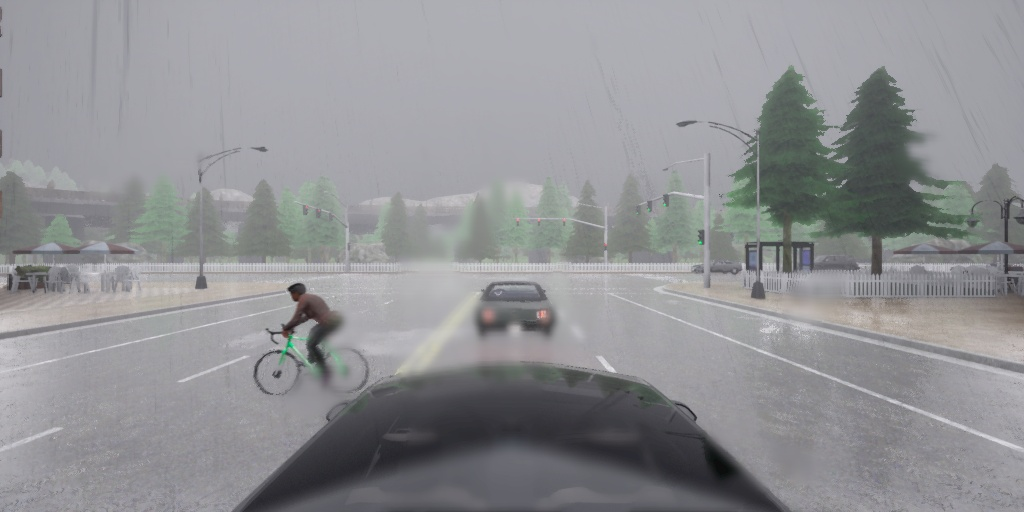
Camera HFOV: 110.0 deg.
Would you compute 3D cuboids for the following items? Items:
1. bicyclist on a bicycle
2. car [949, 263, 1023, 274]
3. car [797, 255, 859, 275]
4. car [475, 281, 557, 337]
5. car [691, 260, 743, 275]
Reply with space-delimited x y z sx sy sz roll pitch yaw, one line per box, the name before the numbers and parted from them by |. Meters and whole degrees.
bicyclist on a bicycle | -2.883 1.205 5.130 1.656 1.620 0.582 -2 0 0
car | 47.106 1.295 35.612 4.718 1.301 1.895 0 0 18
car | 32.914 0.918 37.579 5.566 2.045 2.150 0 0 1
car | 0.074 1.351 10.240 1.895 1.301 4.718 0 0 0
car | 21.492 1.186 37.672 4.902 1.511 2.128 0 0 0
